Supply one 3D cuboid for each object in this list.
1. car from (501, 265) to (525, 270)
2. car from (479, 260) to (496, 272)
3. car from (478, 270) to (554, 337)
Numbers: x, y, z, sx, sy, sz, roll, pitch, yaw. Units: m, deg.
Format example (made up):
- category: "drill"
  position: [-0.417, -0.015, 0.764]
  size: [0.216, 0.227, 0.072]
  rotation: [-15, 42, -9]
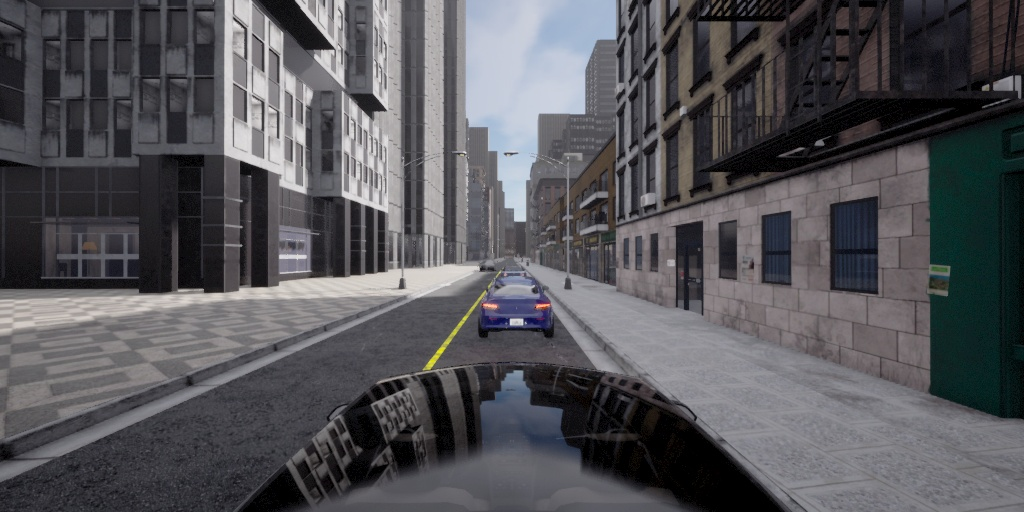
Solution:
- category: "car"
  position: [0.093, 1.372, 27.879]
  size: [1.895, 1.301, 4.718]
  rotation: [0, 0, -1]
- category: "car"
  position: [-3.105, 1.272, 46.373]
  size: [1.882, 1.535, 5.008]
  rotation: [0, 0, 0]
- category: "car"
  position: [0.096, 1.279, 10.134]
  size: [1.812, 1.442, 4.674]
  rotation: [0, 0, 0]
